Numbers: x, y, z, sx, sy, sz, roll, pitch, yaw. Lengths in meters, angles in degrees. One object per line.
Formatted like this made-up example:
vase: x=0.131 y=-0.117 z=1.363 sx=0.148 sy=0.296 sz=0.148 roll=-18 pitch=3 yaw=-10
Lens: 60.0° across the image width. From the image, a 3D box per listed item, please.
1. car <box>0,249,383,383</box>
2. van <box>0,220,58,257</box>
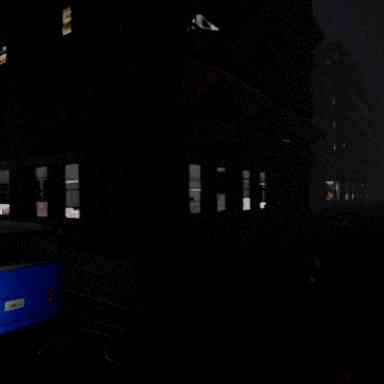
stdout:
car: x=0.425 y=1.439 z=2.591 sx=4.097 sy=1.590 sz=1.967 roll=0 pitch=-1 yaw=36
van: x=-3.976 y=1.335 z=5.733 sx=3.998 sy=1.788 sz=1.690 roll=0 pitch=-1 yaw=36
